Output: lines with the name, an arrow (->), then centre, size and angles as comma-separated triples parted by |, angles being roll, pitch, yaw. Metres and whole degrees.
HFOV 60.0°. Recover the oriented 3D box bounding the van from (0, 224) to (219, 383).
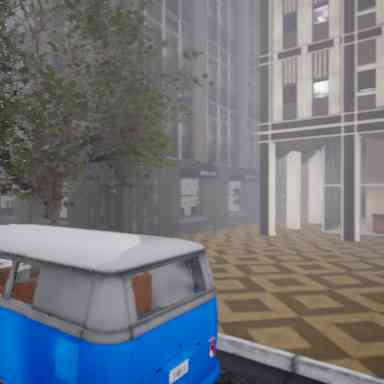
van -> -1.625, 1.358, 4.024 | 3.998, 1.788, 1.690 | 0, 0, 35
